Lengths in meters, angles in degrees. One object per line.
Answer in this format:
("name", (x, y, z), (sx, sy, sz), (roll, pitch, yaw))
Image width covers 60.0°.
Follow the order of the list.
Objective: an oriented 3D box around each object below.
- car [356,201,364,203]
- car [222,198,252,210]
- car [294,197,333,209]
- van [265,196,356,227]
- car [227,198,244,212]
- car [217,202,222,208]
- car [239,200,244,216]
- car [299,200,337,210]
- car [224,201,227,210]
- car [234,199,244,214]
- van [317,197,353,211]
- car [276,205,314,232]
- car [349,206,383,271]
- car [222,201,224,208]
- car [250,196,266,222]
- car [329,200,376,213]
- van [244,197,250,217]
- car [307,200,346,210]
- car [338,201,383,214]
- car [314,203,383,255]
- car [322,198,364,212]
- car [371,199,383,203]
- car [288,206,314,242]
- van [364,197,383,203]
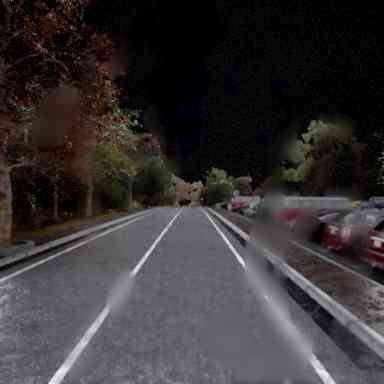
("car", (20.171, 1.731, 36.292), (4.892, 1.521, 2.231), (0, -1, 0))
("car", (7.163, 1.891, 53.152), (4.553, 1.767, 2.185), (0, -1, 0))
("car", (20.244, 1.811, 55.682), (5.566, 2.045, 2.435), (0, -1, 0))
("van", (6.947, 1.290, 19.865), (4.442, 1.987, 1.878), (0, 0, 0))
("car", (7.109, 1.781, 39.276), (5.008, 1.535, 2.097), (0, -1, 0))
("car", (7.098, 1.716, 50.383), (5.566, 2.045, 2.435), (0, -1, 0))
("car", (7.089, 1.682, 30.948), (4.674, 1.452, 2.002), (0, -1, 0))
("car", (20.026, 2.007, 52.910), (5.366, 1.575, 1.946), (0, -1, 0))
("car", (7.117, 1.915, 44.827), (4.674, 1.452, 2.002), (0, -1, 0))
("car", (7.062, 1.718, 33.725), (4.792, 1.488, 2.163), (0, -1, 0))
("van", (20.316, 1.690, 47.376), (4.442, 1.987, 1.878), (0, -1, 0))
("car", (7.061, 1.554, 17.088), (4.674, 1.452, 2.002), (0, 0, 0))
("car", (7.010, 1.383, 8.760), (4.553, 1.767, 2.185), (0, 0, 0))
("car", (7.150, 1.951, 47.602), (4.792, 1.488, 2.163), (0, -1, 0))
("car", (7.098, 1.267, 22.641), (5.566, 2.045, 2.435), (0, 0, 0))
("car", (20.183, 1.825, 41.958), (5.008, 1.535, 2.097), (0, -1, 0))
("van", (6.964, 1.370, 28.177), (4.442, 1.987, 1.878), (0, -1, 0))
("car", (20.199, 1.963, 50.143), (4.892, 1.521, 2.231), (0, -1, 0))
("car", (20.178, 1.776, 39.062), (5.008, 1.535, 2.097), (0, -1, 0))
("car", (7.016, 1.385, 11.536), (4.553, 1.767, 2.185), (0, 0, 0))
("car", (20.163, 1.744, 44.605), (4.553, 1.767, 2.185), (0, -1, 0))
("car", (19.981, 1.634, 30.752), (5.366, 1.575, 1.946), (0, -1, 0))
("car", (7.047, 1.512, 14.312), (5.008, 1.535, 2.097), (0, 0, 0))
("van", (20.289, 1.458, 33.526), (4.442, 1.987, 1.878), (0, -1, 0))
